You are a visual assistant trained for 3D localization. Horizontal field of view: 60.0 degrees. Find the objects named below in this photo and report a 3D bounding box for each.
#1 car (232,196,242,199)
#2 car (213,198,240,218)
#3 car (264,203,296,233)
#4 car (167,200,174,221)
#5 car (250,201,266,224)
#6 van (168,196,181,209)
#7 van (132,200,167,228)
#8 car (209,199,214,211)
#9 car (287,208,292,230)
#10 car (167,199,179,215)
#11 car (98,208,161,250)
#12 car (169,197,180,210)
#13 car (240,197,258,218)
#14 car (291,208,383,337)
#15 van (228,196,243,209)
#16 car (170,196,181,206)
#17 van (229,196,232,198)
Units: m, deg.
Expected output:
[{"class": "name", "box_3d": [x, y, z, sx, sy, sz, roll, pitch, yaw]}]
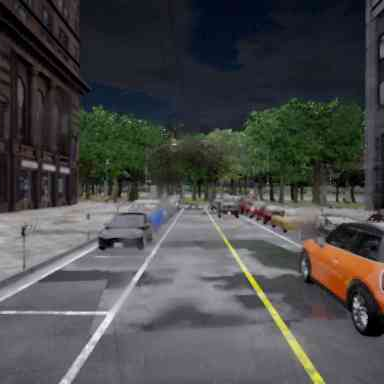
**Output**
[{"class": "car", "box_3d": [6.006, 1.414, 36.060, 2.192, 1.841, 5.009, 0, 0, 0]}, {"class": "car", "box_3d": [3.251, 1.578, 31.111, 1.837, 1.490, 4.892, 0, 0, 1]}, {"class": "car", "box_3d": [5.890, 1.592, 19.917, 1.752, 1.417, 4.829, 0, 0, 0]}, {"class": "car", "box_3d": [-2.598, 1.556, 25.076, 1.752, 1.417, 4.829, 0, 0, 0]}, {"class": "car", "box_3d": [5.928, 1.621, 25.185, 1.887, 1.381, 4.507, 0, 0, 0]}, {"class": "van", "box_3d": [-2.441, 1.417, 46.996, 1.690, 1.788, 3.998, 0, 0, 0]}, {"class": "van", "box_3d": [-2.635, 1.361, 19.809, 1.690, 1.788, 3.998, 0, 0, 0]}, {"class": "car", "box_3d": [3.307, 1.606, 43.278, 1.837, 1.490, 4.892, 0, 0, 1]}, {"class": "car", "box_3d": [5.850, 1.607, 14.310, 2.008, 1.369, 4.403, 0, 0, 0]}, {"class": "car", "box_3d": [-2.558, 1.607, 30.683, 1.947, 1.339, 4.313, 0, 0, 0]}, {"class": "car", "box_3d": [-2.675, 1.576, 14.371, 1.947, 1.339, 4.313, 0, 0, 0]}, {"class": "car", "box_3d": [-2.520, 1.578, 35.951, 1.752, 1.417, 4.829, 0, 0, 0]}, {"class": "car", "box_3d": [5.967, 1.528, 30.622, 1.967, 1.590, 4.097, 0, 0, 0]}, {"class": "car", "box_3d": [3.752, 1.384, 6.840, 2.097, 1.767, 4.553, 0, 0, 3]}, {"class": "van", "box_3d": [6.084, 1.463, 46.935, 1.690, 1.788, 3.998, 0, 0, 0]}, {"class": "car", "box_3d": [-2.480, 1.504, 41.558, 1.967, 1.590, 4.097, 0, 0, 0]}, {"class": "van", "box_3d": [6.045, 1.452, 41.497, 1.690, 1.788, 3.998, 0, 0, 0]}]
